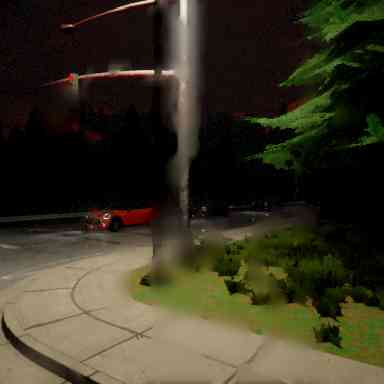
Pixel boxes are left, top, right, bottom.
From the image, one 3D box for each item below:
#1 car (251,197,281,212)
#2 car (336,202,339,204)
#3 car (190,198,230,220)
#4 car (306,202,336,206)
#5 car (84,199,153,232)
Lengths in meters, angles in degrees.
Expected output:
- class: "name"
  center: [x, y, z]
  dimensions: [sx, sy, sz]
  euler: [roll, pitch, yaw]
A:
- class: "car"
  center: [8.612, 1.325, 38.454]
  dimensions: [2.097, 1.767, 4.553]
  euler: [0, 0, 36]
- class: "car"
  center: [22.714, 1.465, 51.368]
  dimensions: [2.128, 1.511, 4.902]
  euler: [0, 0, 37]
- class: "car"
  center: [1.365, 1.327, 28.164]
  dimensions: [2.097, 1.767, 4.553]
  euler: [0, 0, 35]
- class: "car"
  center: [16.413, 1.195, 42.900]
  dimensions: [2.150, 2.045, 5.566]
  euler: [0, 0, 36]
- class: "car"
  center: [-4.223, 1.325, 20.087]
  dimensions: [2.097, 1.767, 4.553]
  euler: [0, 0, 35]
